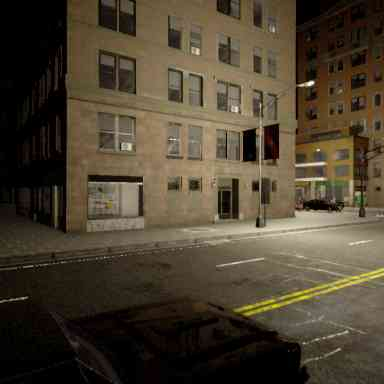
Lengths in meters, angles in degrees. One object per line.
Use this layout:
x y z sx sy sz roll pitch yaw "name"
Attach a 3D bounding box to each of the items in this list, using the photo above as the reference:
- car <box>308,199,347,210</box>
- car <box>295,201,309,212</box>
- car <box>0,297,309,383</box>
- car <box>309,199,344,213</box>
17.405 1.576 42.947 1.947 1.339 4.313 0 0 -35 "car"
10.828 1.420 38.350 1.967 1.590 4.097 0 0 -35 "car"
-1.234 1.601 2.559 4.718 1.301 1.895 0 0 -35 "car"
14.563 1.516 37.435 1.812 1.442 4.674 0 0 -35 "car"
